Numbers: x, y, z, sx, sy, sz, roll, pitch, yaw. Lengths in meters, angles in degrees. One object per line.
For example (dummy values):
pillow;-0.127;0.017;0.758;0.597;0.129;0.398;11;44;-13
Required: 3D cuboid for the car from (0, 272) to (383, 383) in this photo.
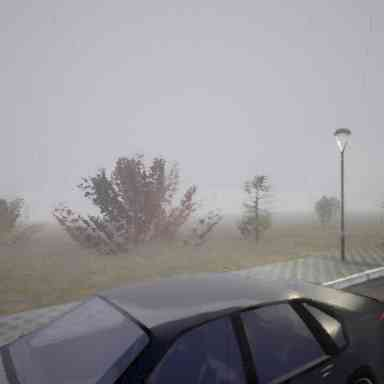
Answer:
car;-0.141;1.542;2.847;5.357;1.411;2.033;0;0;-35
